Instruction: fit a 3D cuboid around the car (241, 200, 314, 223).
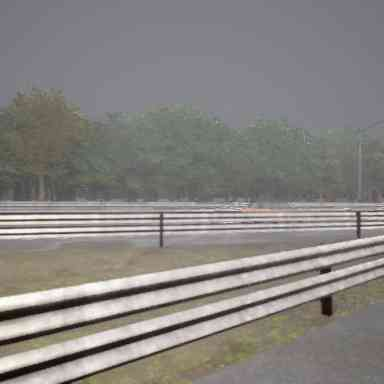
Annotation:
[{"bbox_3d":[5.528,1.358,21.417,4.553,1.767,2.097,1,-1,-18],"label":"car"}]
